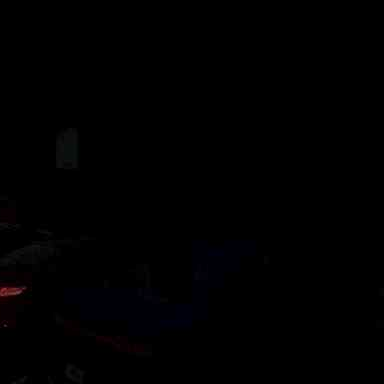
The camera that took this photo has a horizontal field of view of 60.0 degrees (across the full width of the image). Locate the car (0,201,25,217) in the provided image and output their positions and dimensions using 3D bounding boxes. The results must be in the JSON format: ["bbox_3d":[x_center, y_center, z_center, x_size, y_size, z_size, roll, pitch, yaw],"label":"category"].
[{"bbox_3d":[-6.366,1.303,9.772,2.185,1.767,4.553,0,0,35],"label":"car"}]

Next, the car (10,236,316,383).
[{"bbox_3d":[0.383,1.467,4.990,2.097,1.535,5.008,0,0,35],"label":"car"}]

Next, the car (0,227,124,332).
[{"bbox_3d":[-1.860,1.494,6.594,2.002,1.452,4.674,0,0,35],"label":"car"}]

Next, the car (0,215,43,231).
[{"bbox_3d":[-4.211,1.481,8.270,2.002,1.452,4.674,0,0,35],"label":"car"}]

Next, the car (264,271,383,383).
[{"bbox_3d":[2.633,1.521,3.396,2.002,1.452,4.674,0,0,35],"label":"car"}]
